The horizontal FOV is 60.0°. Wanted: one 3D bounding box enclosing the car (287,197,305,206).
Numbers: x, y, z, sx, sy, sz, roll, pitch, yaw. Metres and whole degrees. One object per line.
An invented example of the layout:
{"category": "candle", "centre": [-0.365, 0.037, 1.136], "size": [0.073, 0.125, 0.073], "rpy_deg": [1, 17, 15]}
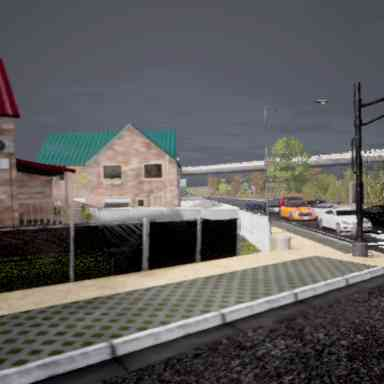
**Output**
{"category": "car", "centre": [19.336, 1.701, 62.131], "size": [1.837, 1.490, 4.892], "rpy_deg": [-2, 0, 0]}

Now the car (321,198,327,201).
{"category": "car", "centre": [19.387, 1.615, 51.703], "size": [2.128, 1.511, 4.902], "rpy_deg": [-2, 0, 0]}

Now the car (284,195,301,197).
{"category": "car", "centre": [12.874, 1.481, 41.857], "size": [2.150, 2.045, 5.566], "rpy_deg": [-2, 0, 1]}

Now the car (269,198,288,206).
{"category": "car", "centre": [16.089, 1.846, 62.114], "size": [2.033, 1.411, 5.357], "rpy_deg": [-2, 0, 0]}

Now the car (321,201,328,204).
{"category": "car", "centre": [12.905, 1.796, 31.319], "size": [1.895, 1.301, 4.718], "rpy_deg": [-2, 0, 0]}

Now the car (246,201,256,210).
{"category": "car", "centre": [9.599, 2.027, 51.399], "size": [1.895, 1.301, 4.718], "rpy_deg": [-2, 0, 0]}

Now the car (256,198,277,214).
{"category": "car", "centre": [9.621, 1.843, 40.025], "size": [2.128, 1.511, 4.902], "rpy_deg": [-2, 0, 0]}

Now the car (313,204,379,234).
{"category": "car", "centre": [9.695, 1.761, 21.444], "size": [1.812, 1.442, 4.674], "rpy_deg": [-2, 0, 2]}

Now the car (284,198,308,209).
{"category": "car", "centre": [16.141, 1.716, 51.693], "size": [2.128, 1.511, 4.902], "rpy_deg": [-2, 0, 0]}

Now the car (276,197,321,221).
{"category": "car", "centre": [9.649, 1.643, 30.489], "size": [2.097, 1.767, 4.553], "rpy_deg": [-2, 0, 0]}

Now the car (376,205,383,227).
{"category": "car", "centre": [12.945, 1.615, 21.988], "size": [1.882, 1.535, 5.008], "rpy_deg": [-2, 0, 0]}
